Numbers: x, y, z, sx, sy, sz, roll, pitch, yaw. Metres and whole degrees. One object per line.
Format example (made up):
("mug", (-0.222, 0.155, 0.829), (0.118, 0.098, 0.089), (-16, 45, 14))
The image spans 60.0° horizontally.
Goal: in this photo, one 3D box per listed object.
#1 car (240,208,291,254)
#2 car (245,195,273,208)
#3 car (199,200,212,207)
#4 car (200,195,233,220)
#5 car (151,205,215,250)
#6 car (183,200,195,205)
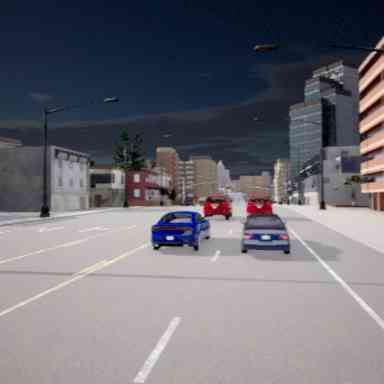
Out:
("car", (2.987, 1.601, 13.839), (2.033, 1.411, 5.357), (-1, 0, 11))
("car", (5.758, 1.270, 28.593), (2.150, 2.045, 5.566), (-1, 0, 11))
("car", (2.852, 2.389, 69.856), (1.994, 1.385, 4.181), (-1, -2, 11))
("car", (2.319, 1.315, 29.242), (2.150, 2.045, 5.566), (-1, 0, 11))
("car", (-0.359, 1.577, 14.958), (1.882, 1.535, 5.008), (-1, 0, 11))
("car", (-0.588, 2.382, 70.506), (1.837, 1.490, 4.892), (-1, -2, 11))
